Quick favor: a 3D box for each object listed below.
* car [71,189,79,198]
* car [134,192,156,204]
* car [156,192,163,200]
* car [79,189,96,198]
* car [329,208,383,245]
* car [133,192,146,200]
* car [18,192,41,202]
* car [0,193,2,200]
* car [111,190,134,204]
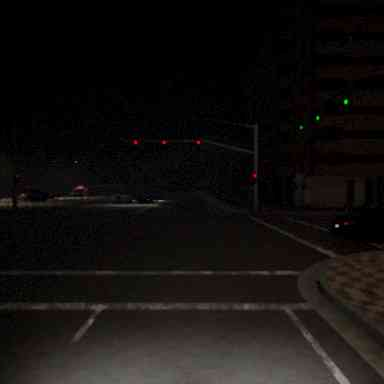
[{"bbox_3d":[-27.118,0.340,78.266,1.905,1.878,3.866,0,1,0],"label":"car"},{"bbox_3d":[-6.869,0.968,49.104,1.882,1.535,5.008,0,0,1],"label":"car"},{"bbox_3d":[-6.736,0.796,65.641,1.882,1.535,5.008,0,1,1],"label":"car"},{"bbox_3d":[-24.224,0.338,78.189,1.932,1.855,4.605,0,1,0],"label":"car"},{"bbox_3d":[7.966,1.366,13.733,4.181,1.385,1.994,0,1,-1],"label":"car"},{"bbox_3d":[-10.239,0.843,65.619,1.812,1.442,4.674,0,1,1],"label":"car"},{"bbox_3d":[-29.958,0.758,60.823,1.970,1.475,3.806,0,1,0],"label":"car"},{"bbox_3d":[-46.741,0.332,78.380,1.905,1.878,3.866,0,1,0],"label":"car"},{"bbox_3d":[-10.363,0.709,49.507,2.150,2.045,5.566,0,0,1],"label":"car"}]
